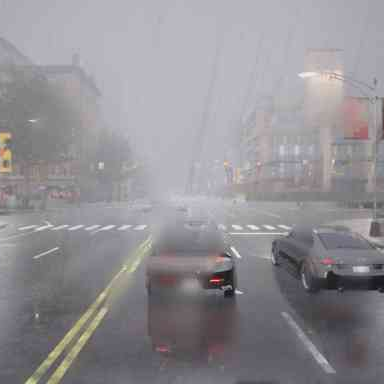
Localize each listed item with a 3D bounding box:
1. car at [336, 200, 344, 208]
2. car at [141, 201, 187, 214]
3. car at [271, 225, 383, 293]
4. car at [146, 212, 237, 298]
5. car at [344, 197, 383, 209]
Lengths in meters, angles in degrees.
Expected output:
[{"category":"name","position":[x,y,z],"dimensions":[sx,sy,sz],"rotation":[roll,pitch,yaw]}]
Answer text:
[{"category":"car","position":[22.793,1.492,46.591],"dimensions":[4.902,1.511,2.128],"rotation":[0,0,0]},{"category":"car","position":[-2.834,1.601,34.725],"dimensions":[4.718,1.301,1.895],"rotation":[0,0,0]},{"category":"car","position":[3.479,1.564,8.867],"dimensions":[1.994,1.385,4.181],"rotation":[0,0,0]},{"category":"car","position":[-0.020,1.492,8.530],"dimensions":[2.128,1.511,4.902],"rotation":[0,0,0]},{"category":"car","position":[23.014,1.478,43.096],"dimensions":[5.008,1.535,1.882],"rotation":[0,0,0]}]
